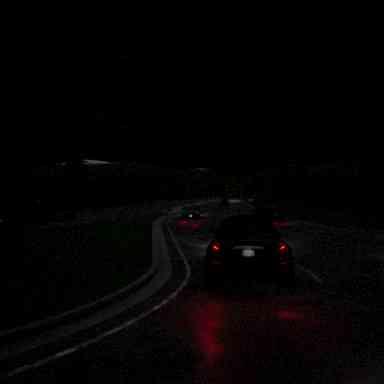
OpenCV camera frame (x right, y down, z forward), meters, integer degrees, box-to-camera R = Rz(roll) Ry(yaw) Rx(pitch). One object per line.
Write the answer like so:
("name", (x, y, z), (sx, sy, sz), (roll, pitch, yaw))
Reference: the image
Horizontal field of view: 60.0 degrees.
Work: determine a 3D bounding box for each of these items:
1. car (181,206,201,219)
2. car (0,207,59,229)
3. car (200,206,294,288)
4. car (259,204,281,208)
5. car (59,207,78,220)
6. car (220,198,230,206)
("car", (-0.016, 2.048, 34.414), (1.895, 1.301, 4.718), (-1, -1, 3))
("car", (-12.601, 1.954, 24.371), (2.128, 1.511, 4.902), (-1, -1, 21))
("car", (1.574, 1.466, 9.829), (2.097, 1.767, 4.553), (-1, -1, 7))
("car", (6.893, 1.792, 30.155), (1.882, 1.535, 5.008), (-1, -1, -2))
("car", (-13.371, 2.174, 32.448), (1.895, 1.301, 4.718), (-1, -1, 17))
("car", (6.607, 2.356, 67.241), (1.994, 1.385, 4.181), (-1, -1, 6))
